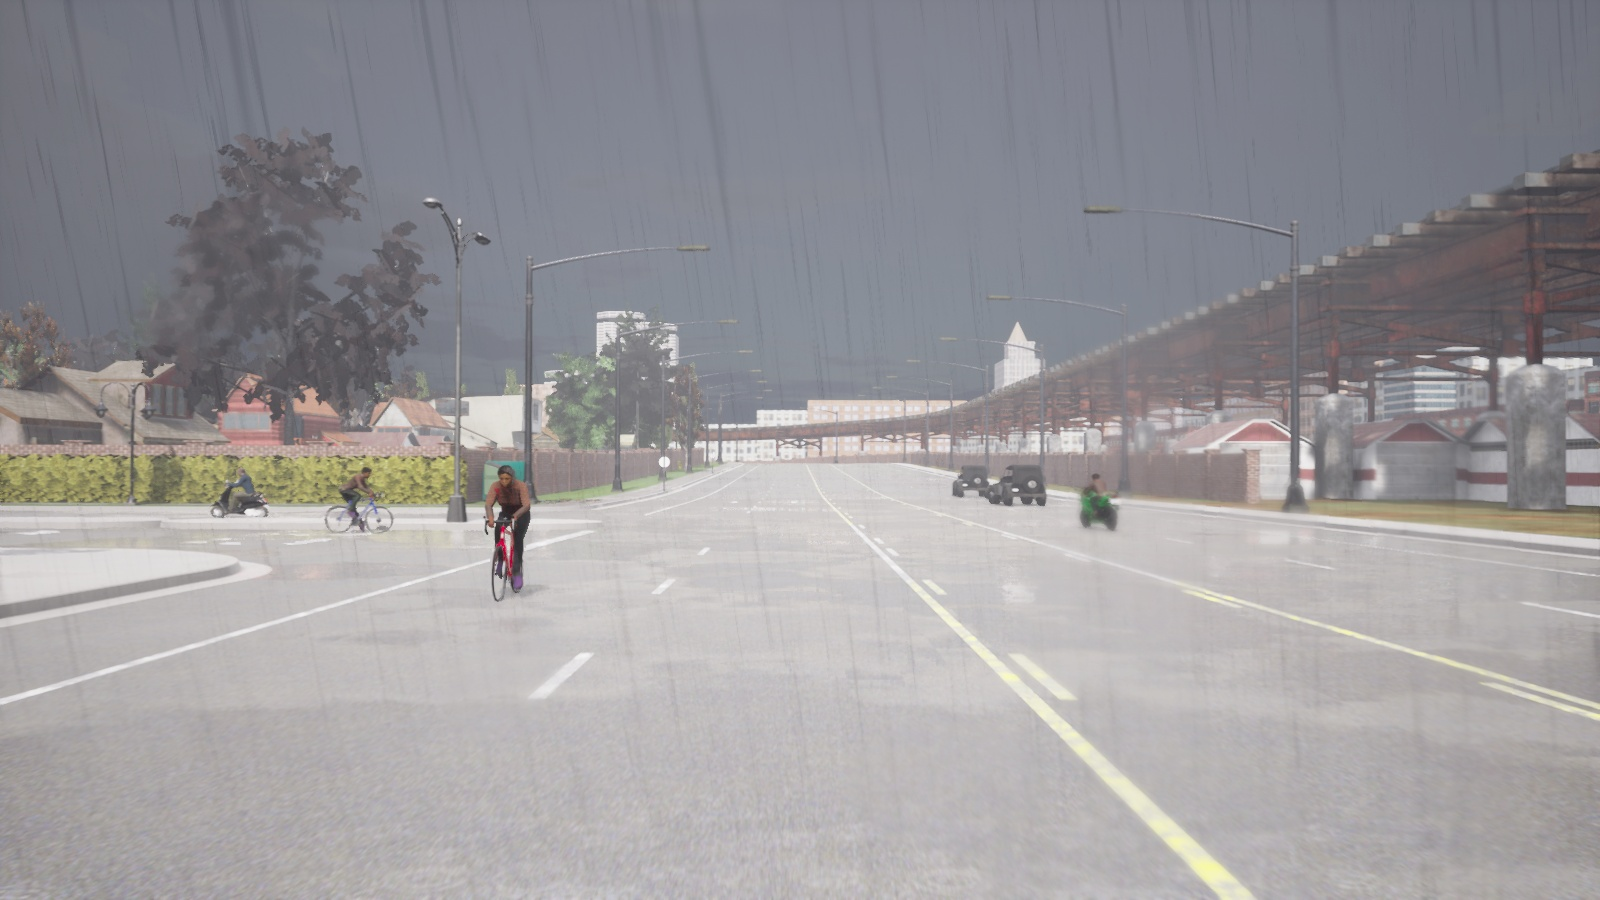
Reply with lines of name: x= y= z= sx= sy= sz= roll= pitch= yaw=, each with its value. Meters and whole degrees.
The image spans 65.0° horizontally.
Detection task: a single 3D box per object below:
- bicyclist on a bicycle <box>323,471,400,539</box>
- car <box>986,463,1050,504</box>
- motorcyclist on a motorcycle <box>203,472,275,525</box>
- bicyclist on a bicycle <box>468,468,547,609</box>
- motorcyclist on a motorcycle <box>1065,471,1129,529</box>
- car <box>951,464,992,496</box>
bicyclist on a bicycle: x=-10.626 y=1.321 z=30.473 sx=1.656 sy=1.620 sz=0.582 roll=0 pitch=-1 yaw=-1
car: x=10.135 y=1.551 z=58.607 sx=1.905 sy=1.878 sz=3.866 roll=0 pitch=-1 yaw=-7
motorcyclist on a motorcycle: x=-17.158 y=1.482 z=38.454 sx=1.817 sy=1.590 sz=0.866 roll=0 pitch=-1 yaw=0
bicyclist on a bicycle: x=-3.555 y=1.039 z=15.355 sx=0.582 sy=1.620 sz=1.656 roll=0 pitch=-1 yaw=0
motorcyclist on a motorcycle: x=8.026 y=1.334 z=33.998 sx=0.797 sy=1.523 sz=2.044 roll=0 pitch=-1 yaw=-15
car: x=10.229 y=1.769 z=75.128 sx=1.905 sy=1.878 sz=3.866 roll=0 pitch=0 yaw=0
